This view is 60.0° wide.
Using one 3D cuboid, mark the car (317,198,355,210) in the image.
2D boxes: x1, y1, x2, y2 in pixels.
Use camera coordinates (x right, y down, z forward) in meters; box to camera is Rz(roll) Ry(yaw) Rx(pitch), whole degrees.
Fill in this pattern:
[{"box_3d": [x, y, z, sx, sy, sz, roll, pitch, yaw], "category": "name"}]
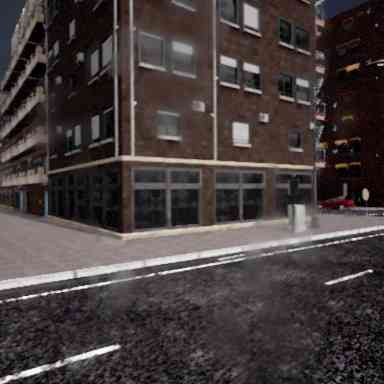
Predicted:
[{"box_3d": [17.190, 1.391, 39.921, 1.887, 1.381, 4.507, -2, 0, -36], "category": "car"}]
